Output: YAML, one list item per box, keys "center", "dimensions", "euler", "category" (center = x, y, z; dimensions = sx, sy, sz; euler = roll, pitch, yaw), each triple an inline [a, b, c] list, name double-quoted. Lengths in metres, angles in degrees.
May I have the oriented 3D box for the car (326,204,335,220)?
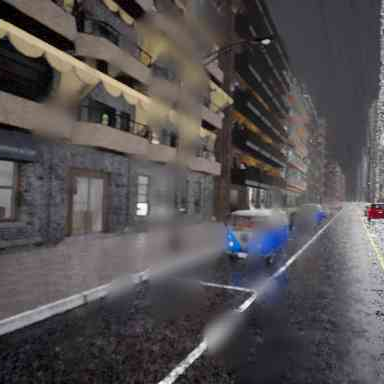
- center: [14.944, 2.393, 38.300]
  dimensions: [2.008, 1.369, 4.403]
  euler: [2, 0, 26]
  category: "car"

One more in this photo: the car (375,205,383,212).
- center: [37.273, 3.247, 65.342]
  dimensions: [1.947, 1.339, 4.313]
  euler: [2, 0, 26]
  category: "car"

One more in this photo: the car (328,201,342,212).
- center: [27.337, 2.752, 63.957]
  dimensions: [2.192, 1.841, 5.009]
  euler: [2, 0, 26]
  category: "car"

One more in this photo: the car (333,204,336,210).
- center: [17.419, 2.544, 43.429]
  dimensions: [1.802, 1.307, 4.206]
  euler: [2, 0, 26]
  category: "car"

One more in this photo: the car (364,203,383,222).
- center: [19.871, 2.144, 35.393]
  dimensions: [2.150, 2.045, 5.566]
  euler: [1, -1, 27]
  category: "car"

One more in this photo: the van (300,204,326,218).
- center: [10.000, 1.941, 28.038]
  dimensions: [1.690, 1.788, 3.998]
  euler: [2, 0, 26]
  category: "van"

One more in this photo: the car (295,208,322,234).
- center: [7.515, 2.043, 22.908]
  dimensions: [1.947, 1.339, 4.313]
  euler: [2, 0, 26]
  category: "car"

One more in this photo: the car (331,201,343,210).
- center: [32.289, 2.986, 74.217]
  dimensions: [2.192, 1.841, 5.009]
  euler: [2, 0, 26]
  category: "car"

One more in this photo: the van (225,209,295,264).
- center: [2.570, 1.569, 12.644]
  dimensions: [1.690, 1.788, 3.998]
  euler: [2, 0, 26]
  category: "van"

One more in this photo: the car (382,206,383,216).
- center: [29.867, 2.879, 49.941]
  dimensions: [2.008, 1.369, 4.403]
  euler: [2, 0, 26]
  category: "car"

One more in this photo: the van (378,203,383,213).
- center: [34.837, 2.906, 60.199]
  dimensions: [1.690, 1.788, 3.998]
  euler: [2, 0, 26]
  category: "van"

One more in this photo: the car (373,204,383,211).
- center: [42.216, 3.496, 75.607]
  dimensions: [1.802, 1.307, 4.206]
  euler: [2, 0, 26]
  category: "car"

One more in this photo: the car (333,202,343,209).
- center: [34.761, 3.227, 79.349]
  dimensions: [1.967, 1.590, 4.097]
  euler: [2, 0, 26]
  category: "car"
